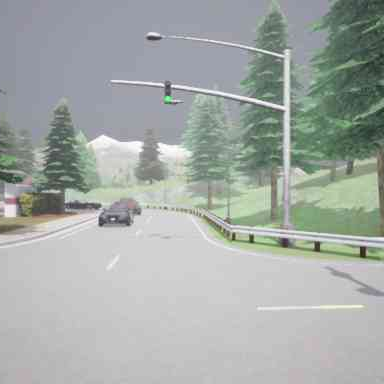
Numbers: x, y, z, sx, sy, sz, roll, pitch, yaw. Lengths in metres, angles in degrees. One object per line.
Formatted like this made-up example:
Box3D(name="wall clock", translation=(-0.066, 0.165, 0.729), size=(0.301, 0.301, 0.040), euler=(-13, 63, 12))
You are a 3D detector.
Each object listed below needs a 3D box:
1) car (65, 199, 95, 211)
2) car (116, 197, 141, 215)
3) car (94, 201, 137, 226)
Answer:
Box3D(name="car", translation=(-13.303, 1.545, 39.993), size=(4.718, 1.301, 1.895), euler=(0, 0, 12))
Box3D(name="car", translation=(-6.387, 1.303, 32.559), size=(2.097, 1.767, 4.553), euler=(0, 0, -22))
Box3D(name="car", translation=(-5.113, 1.529, 22.816), size=(1.994, 1.385, 4.181), euler=(0, 0, -5))
